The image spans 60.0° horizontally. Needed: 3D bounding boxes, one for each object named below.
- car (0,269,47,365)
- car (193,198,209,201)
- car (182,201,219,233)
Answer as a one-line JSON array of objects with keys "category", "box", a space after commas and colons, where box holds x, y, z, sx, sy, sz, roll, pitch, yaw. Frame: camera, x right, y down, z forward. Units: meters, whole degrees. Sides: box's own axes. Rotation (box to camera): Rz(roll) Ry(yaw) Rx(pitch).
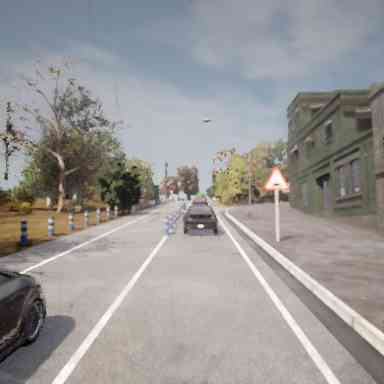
[{"category": "car", "box": [-3.287, 1.556, 3.539, 1.994, 1.385, 4.181, 0, 0, 1]}, {"category": "car", "box": [0.882, 1.386, 37.572, 1.882, 1.535, 5.008, -1, 1, 1]}, {"category": "car", "box": [0.496, 1.476, 19.295, 1.837, 1.490, 4.892, 0, 0, 1]}]
